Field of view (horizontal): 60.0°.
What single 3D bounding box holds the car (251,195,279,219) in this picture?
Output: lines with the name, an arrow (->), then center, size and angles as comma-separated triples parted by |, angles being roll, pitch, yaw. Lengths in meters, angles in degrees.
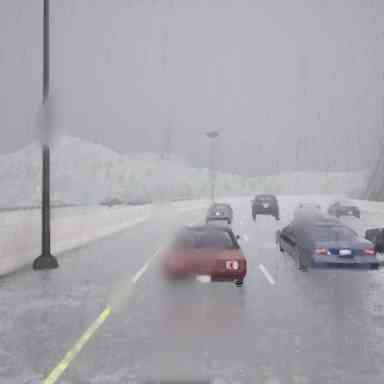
car -> 6.347, 1.247, 28.987 | 2.150, 2.045, 5.566 | 0, 0, 10

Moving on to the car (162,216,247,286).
car -> 0.429, 1.608, 9.465 | 1.895, 1.301, 4.718 | 0, 0, 4

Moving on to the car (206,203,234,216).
car -> 2.176, 1.568, 25.388 | 2.033, 1.411, 5.357 | 0, 0, 9

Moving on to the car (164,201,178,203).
car -> -3.040, 1.637, 50.756 | 1.895, 1.301, 4.718 | 0, 0, 17

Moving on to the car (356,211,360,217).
car -> 7.554, 1.561, 10.740 | 2.033, 1.411, 5.357 | 0, 0, 5

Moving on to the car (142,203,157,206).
car -> -6.508, 1.537, 51.323 | 1.837, 1.490, 4.892 | 0, 0, 16

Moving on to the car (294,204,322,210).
car -> 9.686, 1.629, 27.775 | 1.895, 1.301, 4.718 | 0, 0, 10

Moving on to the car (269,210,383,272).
car -> 4.047, 1.559, 10.842 | 2.033, 1.411, 5.357 | 0, 0, 5

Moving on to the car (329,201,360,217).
car -> 13.671, 1.558, 30.002 | 1.812, 1.442, 4.674 | 0, 0, 11
